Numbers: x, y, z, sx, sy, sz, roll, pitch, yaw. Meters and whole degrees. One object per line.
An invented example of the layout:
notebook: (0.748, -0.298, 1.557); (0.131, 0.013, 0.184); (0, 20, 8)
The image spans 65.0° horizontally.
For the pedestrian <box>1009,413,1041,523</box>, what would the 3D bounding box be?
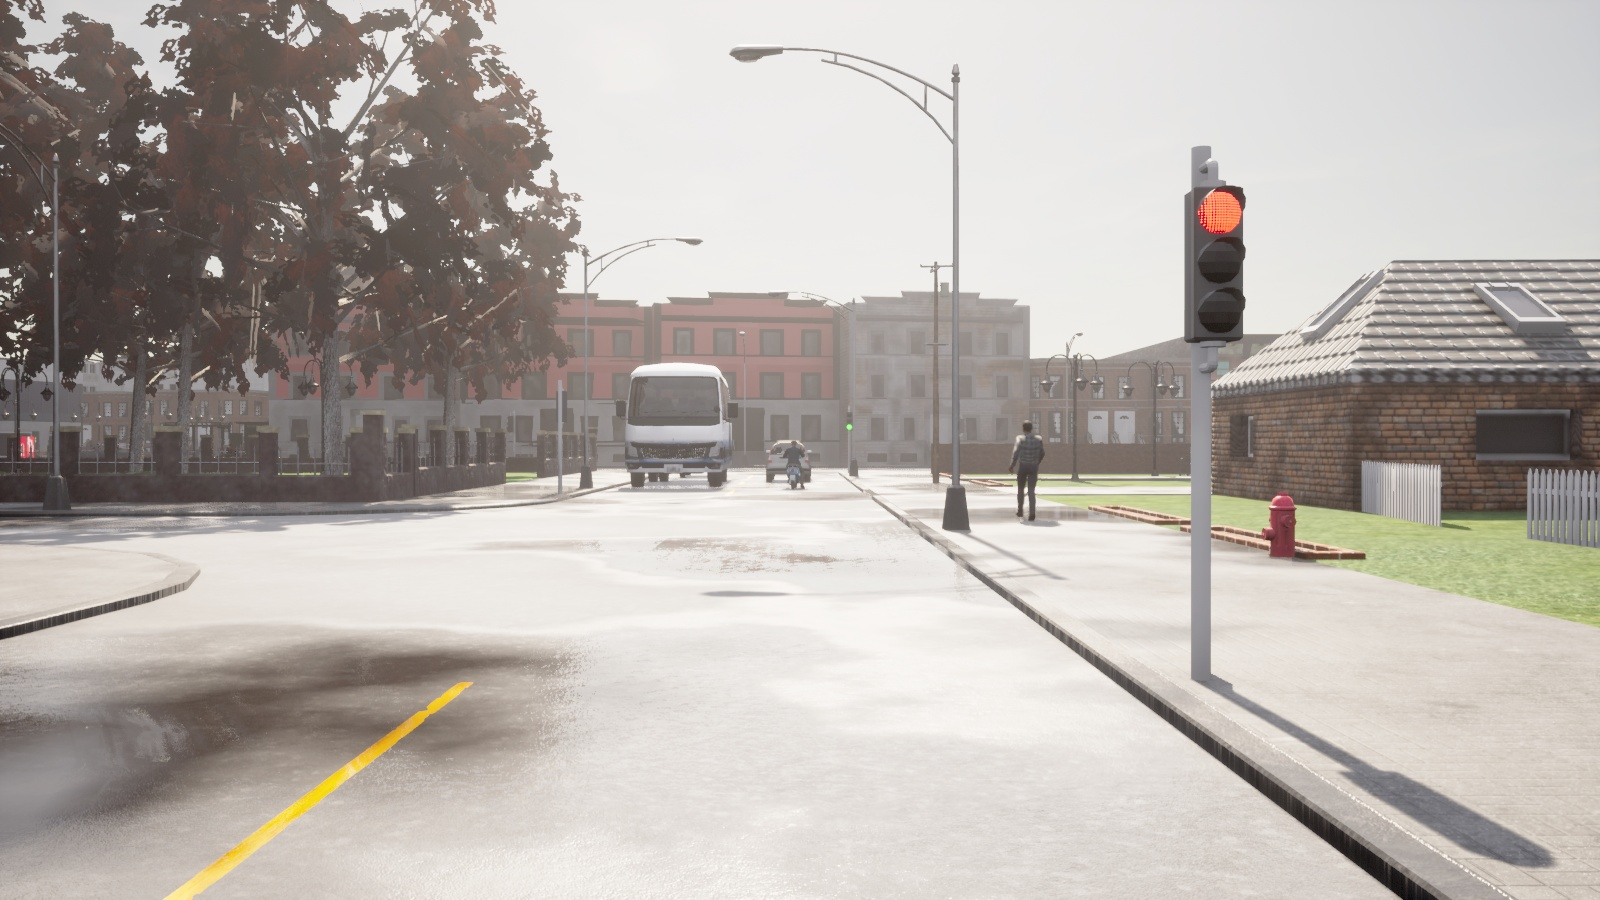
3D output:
pedestrian: (4.060, 0.324, 22.643); (0.423, 1.949, 0.788); (0, 0, -1)

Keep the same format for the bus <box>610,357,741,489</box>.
bus: (-4.227, -0.889, 45.382); (3.944, 4.253, 10.273); (0, 0, -1)

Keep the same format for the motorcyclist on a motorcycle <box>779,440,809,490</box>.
motorcyclist on a motorcycle: (-0.194, 0.469, 40.873); (0.866, 1.590, 1.817); (0, 0, 3)

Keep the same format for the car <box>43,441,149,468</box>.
car: (-40.746, 0.259, 72.754); (4.902, 1.511, 2.128); (0, 0, 0)

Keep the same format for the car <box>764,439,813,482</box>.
car: (-0.439, 0.366, 49.290); (1.851, 1.617, 3.988); (0, 0, 0)
